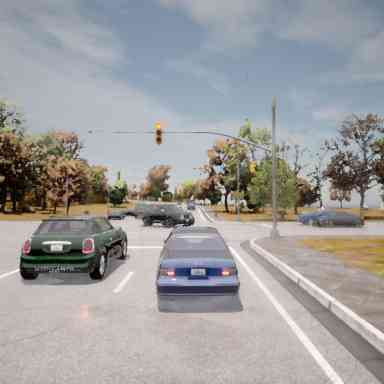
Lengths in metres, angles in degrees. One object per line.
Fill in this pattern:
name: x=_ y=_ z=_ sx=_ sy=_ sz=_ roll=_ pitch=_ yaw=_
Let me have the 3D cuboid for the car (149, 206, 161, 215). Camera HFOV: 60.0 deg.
car: x=-7.173 y=3.513 z=64.475 sx=1.812 sy=1.442 sz=4.674 roll=0 pitch=0 yaw=0

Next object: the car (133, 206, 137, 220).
car: x=-7.196 y=3.189 z=48.591 sx=2.128 sy=1.511 sz=4.902 roll=0 pitch=-2 yaw=0

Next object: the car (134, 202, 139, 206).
car: x=-10.642 y=3.214 z=68.456 sx=2.150 sy=2.045 sz=5.566 roll=0 pitch=0 yaw=0

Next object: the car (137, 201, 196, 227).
car: x=-2.246 y=2.112 z=29.646 sx=2.150 sy=2.045 sz=5.566 roll=1 pitch=-3 yaw=-42

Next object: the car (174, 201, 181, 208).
car: x=-3.777 y=3.263 z=87.923 sx=1.837 sy=1.490 sz=4.892 roll=0 pitch=0 yaw=-4

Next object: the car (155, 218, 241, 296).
car: x=0.073 y=1.647 z=8.955 sx=2.033 sy=1.411 sz=5.357 roll=0 pitch=-1 yaw=-1

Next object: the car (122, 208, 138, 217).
car: x=-10.703 y=3.514 z=57.539 sx=1.895 sy=1.301 sz=4.718 roll=0 pitch=-1 yaw=0

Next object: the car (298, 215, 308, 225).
car: x=13.179 y=2.531 z=33.186 sx=5.008 sy=1.535 sz=1.882 roll=0 pitch=-3 yaw=-1

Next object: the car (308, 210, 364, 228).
car: x=13.012 y=2.455 z=29.691 sx=4.181 sy=1.385 sz=1.994 roll=0 pitch=-3 yaw=-2

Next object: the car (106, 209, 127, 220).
car: x=-10.731 y=3.216 z=47.662 sx=2.033 sy=1.411 sz=5.357 roll=0 pitch=-2 yaw=-3

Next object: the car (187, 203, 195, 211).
car: x=-0.162 y=3.479 z=77.833 sx=1.812 sy=1.442 sz=4.674 roll=0 pitch=0 yaw=0

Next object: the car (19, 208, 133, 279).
car: x=-3.438 y=1.488 z=10.572 sx=2.097 sy=1.767 sz=4.553 roll=0 pitch=-1 yaw=0

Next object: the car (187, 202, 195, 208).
car: x=-0.278 y=3.319 z=88.016 sx=1.994 sy=1.385 sz=4.181 roll=0 pitch=0 yaw=-4

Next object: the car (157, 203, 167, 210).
car: x=-7.166 y=3.446 z=79.366 sx=1.837 sy=1.490 sz=4.892 roll=0 pitch=0 yaw=0

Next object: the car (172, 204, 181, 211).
car: x=-3.662 y=3.551 z=77.891 sx=1.895 sy=1.301 sz=4.718 roll=0 pitch=0 yaw=0
